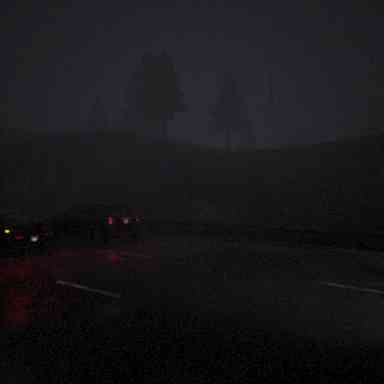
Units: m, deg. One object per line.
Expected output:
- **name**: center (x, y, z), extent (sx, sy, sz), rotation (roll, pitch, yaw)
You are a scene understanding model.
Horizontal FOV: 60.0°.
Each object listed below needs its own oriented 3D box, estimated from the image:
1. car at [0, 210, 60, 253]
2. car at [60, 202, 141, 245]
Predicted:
- **car**: center (-7.410, 1.401, 12.577), extent (4.674, 1.442, 1.812), rotation (1, 0, 30)
- **car**: center (-4.577, 1.225, 14.949), extent (4.553, 1.767, 2.097), rotation (1, 1, 30)
